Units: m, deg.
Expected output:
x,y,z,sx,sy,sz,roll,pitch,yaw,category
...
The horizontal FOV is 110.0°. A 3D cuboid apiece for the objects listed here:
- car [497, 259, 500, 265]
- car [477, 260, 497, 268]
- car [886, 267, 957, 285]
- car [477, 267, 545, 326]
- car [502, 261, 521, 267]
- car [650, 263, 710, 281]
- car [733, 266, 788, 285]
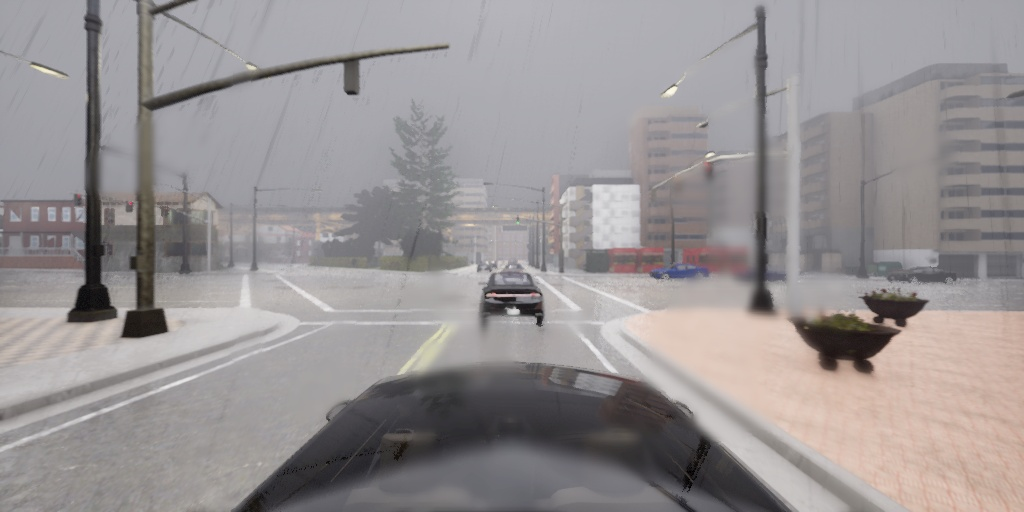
x,y,z,sx,sy,sz,roll,pitch,yaw,category
-3.501,1.474,61.477,1.895,1.301,4.718,0,0,1,car
-3.556,1.335,47.126,2.128,1.511,4.902,0,0,0,car
36.602,1.717,32.116,5.008,1.535,1.882,1,0,0,car
-0.085,1.274,11.830,2.128,1.511,4.902,0,-1,-3,car
0.124,1.379,31.448,2.033,1.411,5.357,0,0,0,car
14.924,1.416,31.977,5.008,1.535,1.882,1,0,0,car
20.165,1.520,28.508,4.674,1.442,1.812,1,0,-1,car
